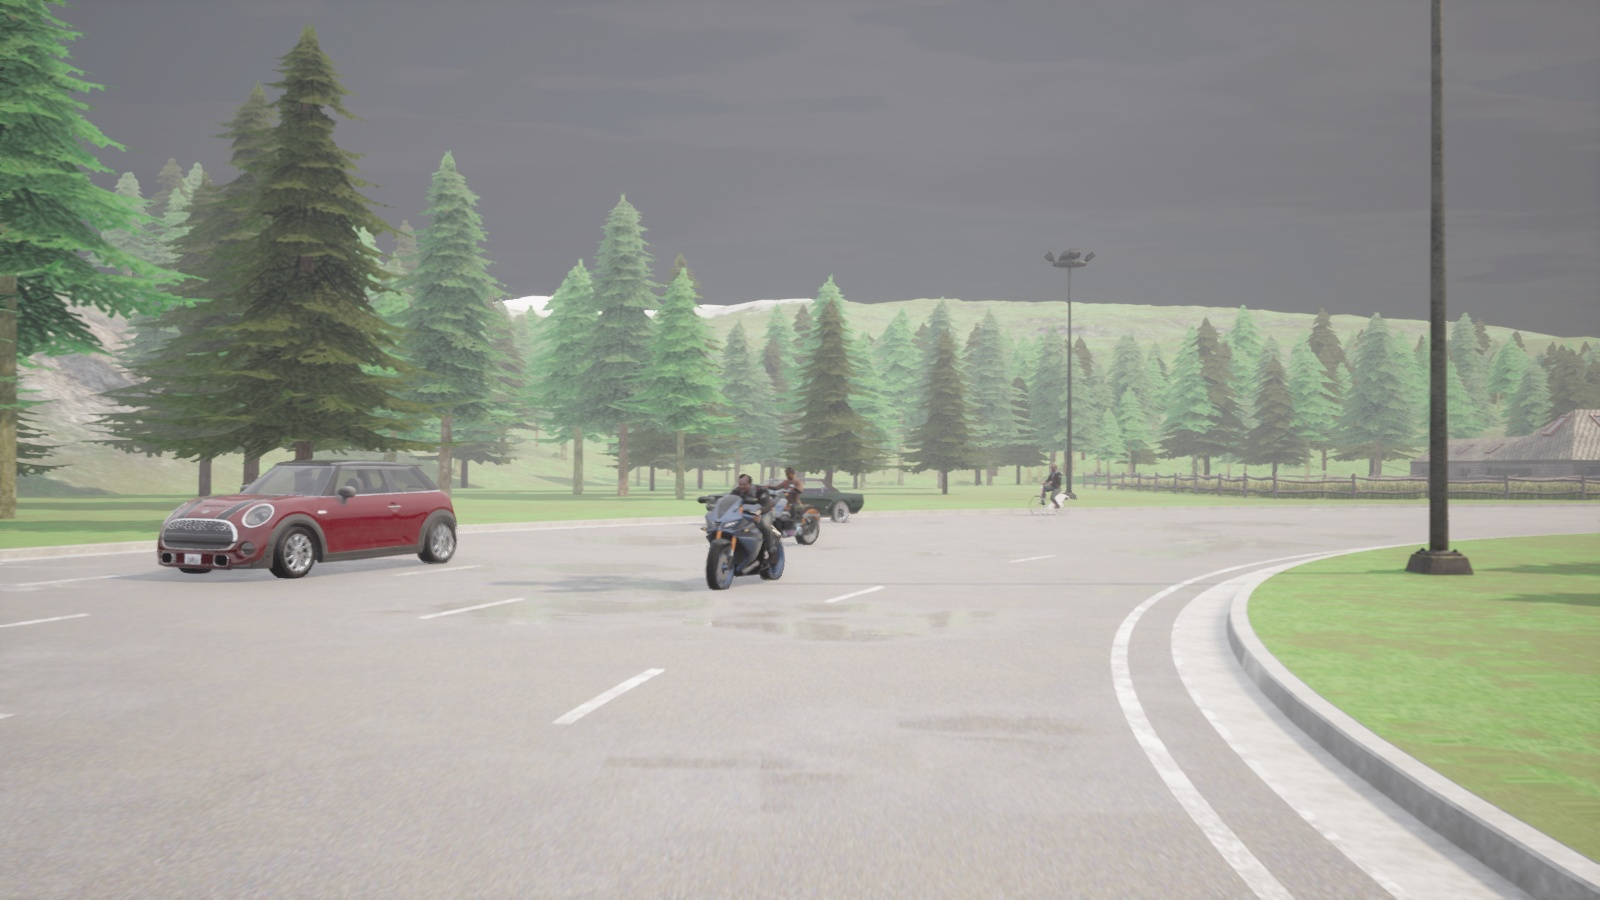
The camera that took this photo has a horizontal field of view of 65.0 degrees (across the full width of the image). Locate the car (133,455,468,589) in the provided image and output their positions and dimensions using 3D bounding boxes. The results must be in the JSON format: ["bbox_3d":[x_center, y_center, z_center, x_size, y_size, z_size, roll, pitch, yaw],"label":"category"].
[{"bbox_3d":[-7.353,0.988,19.035,2.097,1.767,4.553,-1,-1,24],"label":"car"}]

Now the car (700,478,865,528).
[{"bbox_3d":[-0.433,1.461,35.889,4.718,1.301,1.895,1,-1,-44],"label":"car"}]

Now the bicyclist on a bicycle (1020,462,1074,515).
[{"bbox_3d":[8.439,1.303,42.859,1.843,1.776,0.659,1,-1,-31],"label":"bicyclist on a bicycle"}]

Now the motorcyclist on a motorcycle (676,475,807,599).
[{"bbox_3d":[-0.742,1.106,16.843,0.866,1.530,2.191,0,-1,24],"label":"motorcyclist on a motorcycle"}]

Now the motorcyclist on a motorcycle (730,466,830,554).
[{"bbox_3d":[-0.369,1.143,24.873,0.766,1.649,2.350,0,-1,34],"label":"motorcyclist on a motorcycle"}]
